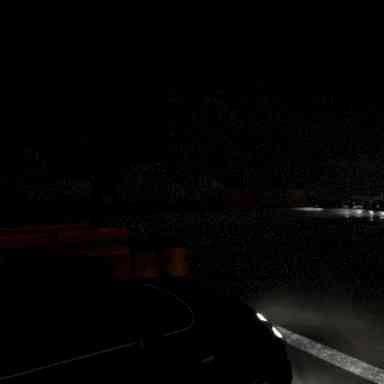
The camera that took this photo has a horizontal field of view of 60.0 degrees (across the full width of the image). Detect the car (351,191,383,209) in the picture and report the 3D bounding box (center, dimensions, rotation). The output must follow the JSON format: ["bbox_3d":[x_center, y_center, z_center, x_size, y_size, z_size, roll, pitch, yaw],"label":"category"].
[{"bbox_3d":[21.246,0.926,40.585,5.566,2.045,2.150,-1,0,-35],"label":"car"}]

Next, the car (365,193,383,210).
[{"bbox_3d":[21.648,1.210,36.600,4.902,1.511,2.128,-1,0,-35],"label":"car"}]

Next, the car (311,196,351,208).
[{"bbox_3d":[17.334,1.269,42.114,5.357,1.411,2.033,-1,0,-35],"label":"car"}]

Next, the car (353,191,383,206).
[{"bbox_3d":[25.826,0.867,48.090,5.566,2.045,2.150,-1,0,-36],"label":"car"}]

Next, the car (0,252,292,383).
[{"bbox_3d":[-1.215,1.347,2.885,4.553,1.767,2.097,0,0,-35],"label":"car"}]
